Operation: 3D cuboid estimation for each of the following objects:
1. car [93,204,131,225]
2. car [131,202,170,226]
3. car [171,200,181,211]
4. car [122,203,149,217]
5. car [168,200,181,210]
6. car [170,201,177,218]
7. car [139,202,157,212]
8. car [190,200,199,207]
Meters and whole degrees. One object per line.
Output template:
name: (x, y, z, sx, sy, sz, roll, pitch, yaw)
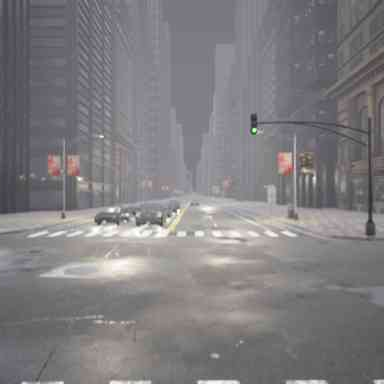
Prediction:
car: (-6.362, 1.879, 27.525, 2.033, 1.411, 5.357, 0, -1, 4)
car: (-3.146, 1.666, 26.248, 2.097, 1.767, 4.553, 0, -1, 0)
car: (-3.014, 2.097, 45.617, 1.994, 1.385, 4.181, 0, -1, 0)
car: (-6.313, 1.994, 37.622, 2.033, 1.411, 5.357, 0, -1, 1)
car: (-2.901, 2.149, 55.991, 1.837, 1.490, 4.892, 0, -1, 1)
car: (-3.078, 1.969, 35.719, 2.033, 1.411, 5.357, 0, -1, 0)
car: (-6.246, 2.161, 47.707, 1.895, 1.301, 4.718, 0, -1, 0)
car: (0.590, 2.313, 68.478, 2.033, 1.411, 5.357, 0, -1, 0)
